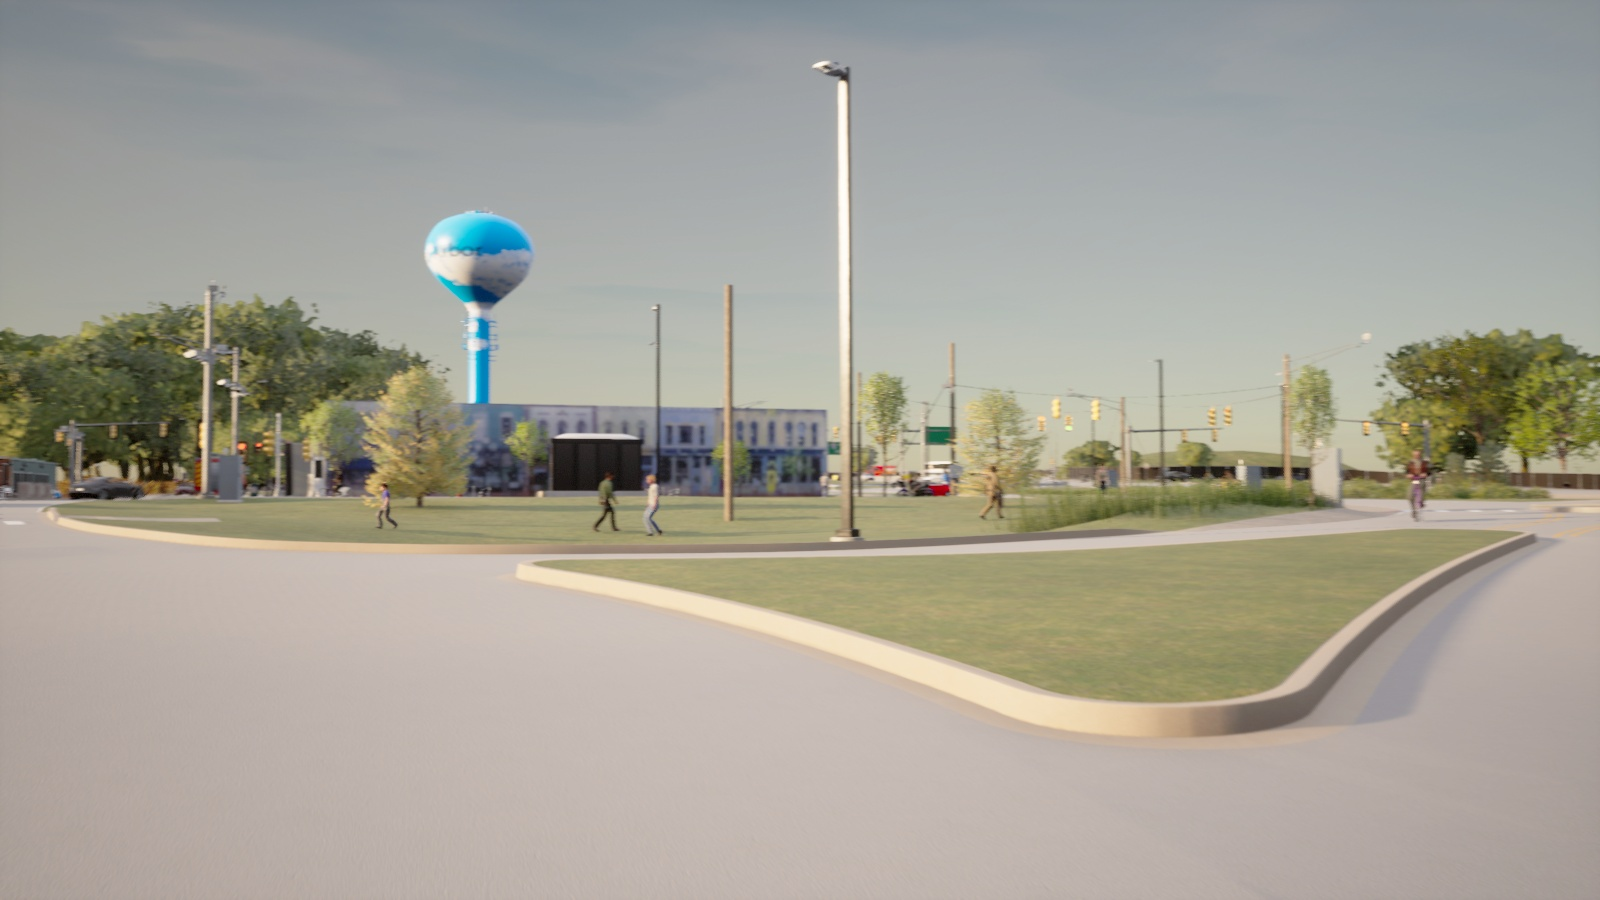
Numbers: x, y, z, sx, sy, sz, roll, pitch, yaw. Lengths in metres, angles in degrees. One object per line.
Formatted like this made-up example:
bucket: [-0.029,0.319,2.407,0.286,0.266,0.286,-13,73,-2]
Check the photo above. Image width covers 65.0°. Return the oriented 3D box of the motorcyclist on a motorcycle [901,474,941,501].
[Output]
motorcyclist on a motorcycle: [7.167,2.228,74.504,2.191,1.530,0.866,-1,-2,-5]

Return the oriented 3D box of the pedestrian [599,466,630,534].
pedestrian: [-5.425,1.459,36.684,0.788,1.949,0.423,1,-3,-26]

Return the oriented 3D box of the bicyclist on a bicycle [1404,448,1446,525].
bicyclist on a bicycle: [14.899,0.876,29.913,0.659,1.776,1.843,-2,-2,32]

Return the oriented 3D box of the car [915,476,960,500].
car: [8.374,2.299,76.421,2.207,1.376,1.481,0,-3,-34]

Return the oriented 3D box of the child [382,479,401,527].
child: [-10.718,1.383,32.959,0.437,1.263,0.270,1,-3,-23]

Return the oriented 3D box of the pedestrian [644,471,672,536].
pedestrian: [-4.048,1.523,35.823,0.706,1.836,0.354,1,-3,-23]

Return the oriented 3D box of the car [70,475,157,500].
car: [-38.483,2.118,70.501,1.994,1.385,4.181,-1,-2,13]

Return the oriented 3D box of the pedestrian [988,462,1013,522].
pedestrian: [6.516,1.357,40.847,0.692,1.930,0.396,0,-3,-13]

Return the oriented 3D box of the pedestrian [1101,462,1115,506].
pedestrian: [13.193,1.459,53.786,0.345,1.836,0.594,0,-3,-11]
